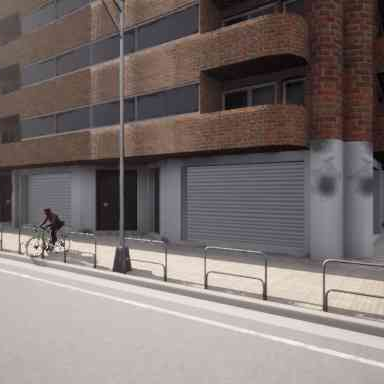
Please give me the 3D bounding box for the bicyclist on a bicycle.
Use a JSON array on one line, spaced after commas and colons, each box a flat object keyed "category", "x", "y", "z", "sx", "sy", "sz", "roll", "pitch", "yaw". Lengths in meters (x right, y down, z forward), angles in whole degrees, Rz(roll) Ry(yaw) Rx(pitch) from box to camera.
[{"category": "bicyclist on a bicycle", "x": -4.743, "y": 1.340, "z": 11.129, "sx": 0.582, "sy": 1.620, "sz": 1.656, "roll": 1, "pitch": -3, "yaw": 33}]
